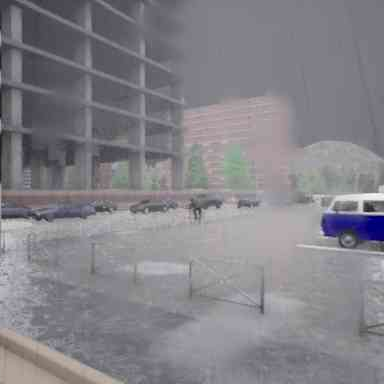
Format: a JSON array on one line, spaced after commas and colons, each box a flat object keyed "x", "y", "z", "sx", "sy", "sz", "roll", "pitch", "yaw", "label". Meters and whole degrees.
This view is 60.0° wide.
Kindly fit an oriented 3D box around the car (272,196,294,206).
[{"x": 15.415, "y": 1.453, "z": 56.196, "sx": 2.128, "sy": 1.511, "sz": 4.902, "roll": 0, "pitch": 0, "yaw": 35, "label": "car"}]

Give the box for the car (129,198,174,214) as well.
[{"x": -4.380, "y": 1.470, "z": 34.639, "sx": 1.837, "sy": 1.490, "sz": 4.892, "roll": 0, "pitch": 0, "yaw": 35, "label": "car"}]

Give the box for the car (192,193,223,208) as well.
[{"x": 2.418, "y": 1.190, "z": 50.216, "sx": 2.150, "sy": 2.045, "sz": 5.566, "roll": 0, "pitch": 0, "yaw": 35, "label": "car"}]

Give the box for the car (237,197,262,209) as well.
[{"x": 7.948, "y": 1.467, "z": 45.651, "sx": 1.837, "sy": 1.490, "sz": 4.892, "roll": 0, "pitch": 0, "yaw": 35, "label": "car"}]

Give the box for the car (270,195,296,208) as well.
[{"x": 12.297, "y": 1.523, "z": 45.738, "sx": 1.994, "sy": 1.385, "sz": 4.181, "roll": 0, "pitch": 0, "yaw": 35, "label": "car"}]

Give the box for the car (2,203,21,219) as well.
[{"x": -14.723, "y": 1.532, "z": 26.092, "sx": 1.994, "sy": 1.385, "sz": 4.181, "roll": 0, "pitch": 0, "yaw": 35, "label": "car"}]

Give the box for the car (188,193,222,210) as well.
[{"x": 1.812, "y": 1.187, "z": 43.354, "sx": 2.150, "sy": 2.045, "sz": 5.566, "roll": 0, "pitch": 0, "yaw": 35, "label": "car"}]

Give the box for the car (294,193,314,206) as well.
[{"x": 18.079, "y": 1.180, "z": 53.905, "sx": 2.150, "sy": 2.045, "sz": 5.566, "roll": 0, "pitch": 0, "yaw": 35, "label": "car"}]

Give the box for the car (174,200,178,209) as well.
[{"x": -3.726, "y": 1.460, "z": 41.608, "sx": 2.128, "sy": 1.511, "sz": 4.902, "roll": 0, "pitch": 0, "yaw": 35, "label": "car"}]

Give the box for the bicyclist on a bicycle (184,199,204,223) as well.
[{"x": 0.125, "y": 1.259, "z": 21.997, "sx": 1.656, "sy": 1.620, "sz": 0.582, "roll": 0, "pitch": 0, "yaw": 35, "label": "bicyclist on a bicycle"}]

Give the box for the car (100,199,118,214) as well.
[{"x": -9.666, "y": 1.460, "z": 33.233, "sx": 2.128, "sy": 1.511, "sz": 4.902, "roll": 0, "pitch": 0, "yaw": 35, "label": "car"}]

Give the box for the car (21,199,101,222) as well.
[{"x": -10.221, "y": 1.513, "z": 26.395, "sx": 2.033, "sy": 1.411, "sz": 5.357, "roll": 0, "pitch": 0, "yaw": 35, "label": "car"}]
